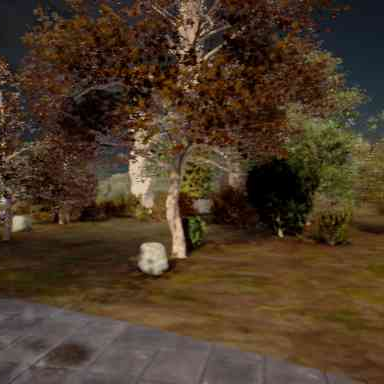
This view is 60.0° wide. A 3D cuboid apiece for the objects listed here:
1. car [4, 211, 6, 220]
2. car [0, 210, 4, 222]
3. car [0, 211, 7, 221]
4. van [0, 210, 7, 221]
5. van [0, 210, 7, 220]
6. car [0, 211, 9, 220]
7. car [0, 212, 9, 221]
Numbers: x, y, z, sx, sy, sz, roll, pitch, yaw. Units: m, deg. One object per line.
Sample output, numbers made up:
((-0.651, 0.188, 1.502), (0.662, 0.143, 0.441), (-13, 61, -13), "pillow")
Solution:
((-31.019, 3.966, 49.848), (4.674, 1.452, 2.002), (0, -3, -27), "car")
((-27.474, 3.437, 42.398), (5.366, 1.575, 1.946), (0, -3, -27), "car")
((-37.291, 4.551, 62.241), (4.553, 1.767, 2.185), (0, -3, -27), "car")
((-35.867, 4.302, 59.739), (4.442, 1.987, 1.878), (0, -3, -27), "van")
((-39.789, 4.714, 67.011), (4.442, 1.987, 1.878), (0, -2, -27), "van")
((-40.892, 4.938, 69.529), (4.553, 1.767, 2.185), (0, -2, -27), "car")
((-38.445, 4.807, 64.591), (4.892, 1.521, 2.231), (0, -3, -27), "car")
